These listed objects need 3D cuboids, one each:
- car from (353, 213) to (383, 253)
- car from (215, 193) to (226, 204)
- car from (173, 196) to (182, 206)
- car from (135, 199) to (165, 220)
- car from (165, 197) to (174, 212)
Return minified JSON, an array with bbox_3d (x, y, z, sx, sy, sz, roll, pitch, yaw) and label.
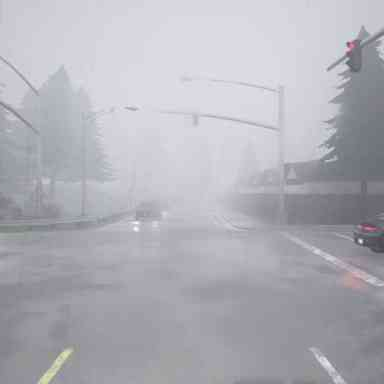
[{"bbox_3d":[7.767,1.313,10.577,4.892,1.490,1.837,0,0,-1],"label":"car"},{"bbox_3d":[6.882,1.206,60.868,5.566,2.045,2.150,0,0,-22],"label":"car"},{"bbox_3d":[-3.058,1.500,54.399,1.837,1.490,4.892,-1,-1,15],"label":"car"},{"bbox_3d":[-3.611,1.505,28.043,1.837,1.490,4.892,0,0,0],"label":"car"},{"bbox_3d":[-3.601,1.564,39.075,1.994,1.385,4.181,0,0,0],"label":"car"}]
